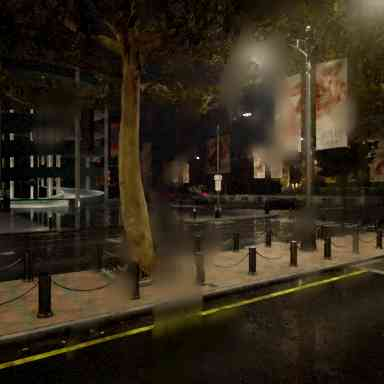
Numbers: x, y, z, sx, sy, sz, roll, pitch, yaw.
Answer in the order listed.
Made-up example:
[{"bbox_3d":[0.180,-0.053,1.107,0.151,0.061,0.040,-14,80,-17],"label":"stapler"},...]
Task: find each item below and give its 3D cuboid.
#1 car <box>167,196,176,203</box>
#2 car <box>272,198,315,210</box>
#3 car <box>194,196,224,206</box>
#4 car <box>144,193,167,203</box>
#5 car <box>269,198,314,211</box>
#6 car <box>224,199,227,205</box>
[{"bbox_3d":[-5.760,1.540,69.945,5.357,1.411,2.033,0,0,41],"label":"car"},{"bbox_3d":[13.471,1.547,44.399,2.033,1.411,5.357,0,0,-35],"label":"car"},{"bbox_3d":[2.270,1.547,54.273,2.033,1.411,5.357,0,0,-35],"label":"car"},{"bbox_3d":[-8.341,1.221,67.425,5.566,2.045,2.150,0,0,41],"label":"car"},{"bbox_3d":[11.715,1.548,40.803,2.033,1.411,5.357,0,0,-35],"label":"car"},{"bbox_3d":[4.073,1.492,57.740,2.128,1.511,4.902,0,0,-36],"label":"car"}]
